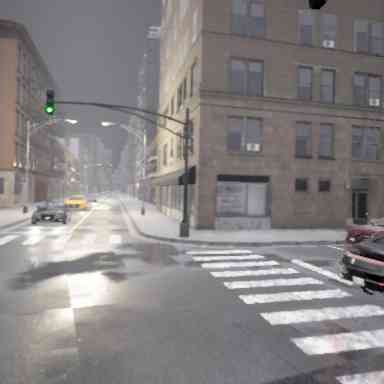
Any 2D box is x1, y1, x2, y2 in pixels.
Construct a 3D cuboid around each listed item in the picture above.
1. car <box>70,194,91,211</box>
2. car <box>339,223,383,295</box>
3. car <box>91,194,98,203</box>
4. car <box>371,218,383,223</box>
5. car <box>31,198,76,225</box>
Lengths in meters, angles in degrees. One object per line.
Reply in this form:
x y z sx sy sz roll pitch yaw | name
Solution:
-12.112 1.097 35.124 1.882 1.535 5.008 2 1 -13 | car
5.600 1.557 7.017 4.902 1.511 2.128 1 0 -13 | car
-16.798 1.035 55.460 1.895 1.301 4.718 2 0 -13 | car
8.562 1.672 13.692 4.507 1.381 1.887 1 0 -13 | car
-8.890 1.298 21.344 1.994 1.385 4.181 2 0 -14 | car
